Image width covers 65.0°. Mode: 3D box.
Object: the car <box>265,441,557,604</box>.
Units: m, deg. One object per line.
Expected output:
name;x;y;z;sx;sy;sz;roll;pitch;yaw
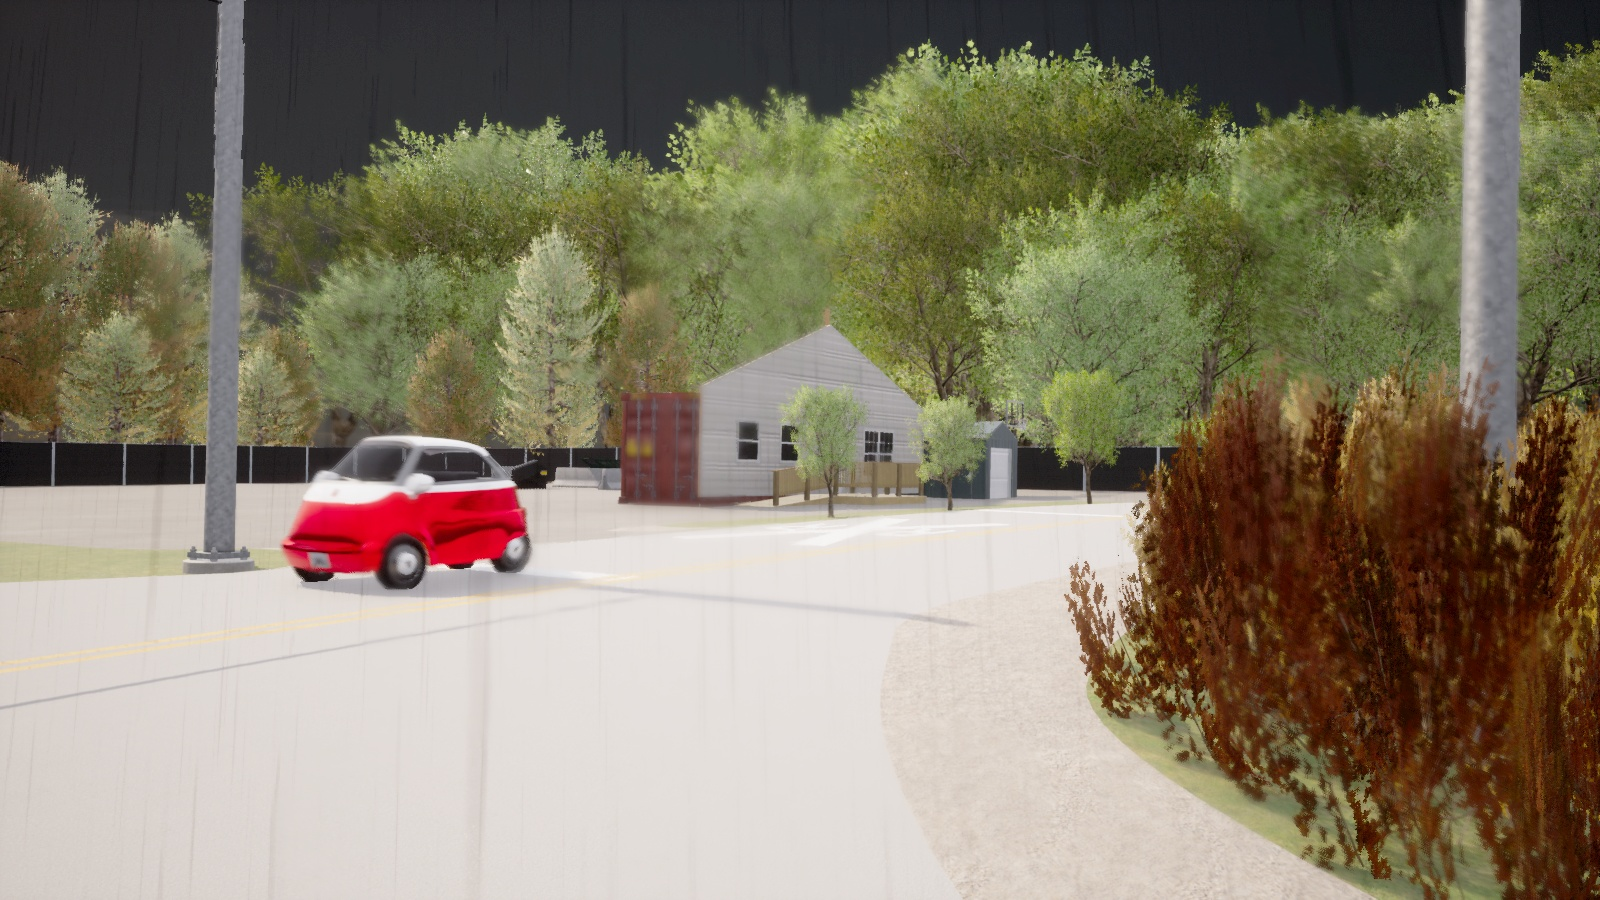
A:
car;-3.669;0.615;12.038;1.481;1.376;2.207;-1;0;33
